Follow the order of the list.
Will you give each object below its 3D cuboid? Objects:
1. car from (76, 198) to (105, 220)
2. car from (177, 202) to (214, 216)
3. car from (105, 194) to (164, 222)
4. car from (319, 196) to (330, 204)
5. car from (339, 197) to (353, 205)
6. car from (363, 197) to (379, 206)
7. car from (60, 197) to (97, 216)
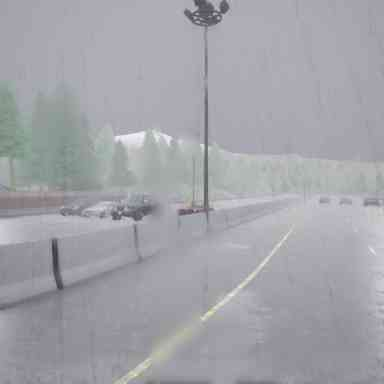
[{"bbox_3d":[-7.466,1.525,28.775,1.812,1.442,4.674,0,0,22],"label":"car"},{"bbox_3d":[0.360,1.600,29.420,1.895,1.301,4.718,0,0,22],"label":"car"},{"bbox_3d":[-4.318,1.223,27.225,2.150,2.045,5.566,0,0,22],"label":"car"},{"bbox_3d":[25.381,1.492,63.669,2.128,1.511,4.902,0,0,22],"label":"car"},{"bbox_3d":[27.228,1.526,58.862,1.812,1.442,4.674,0,0,22],"label":"car"},{"bbox_3d":[29.140,1.491,54.195,2.128,1.511,4.902,0,0,22],"label":"car"},{"bbox_3d":[-10.205,1.351,31.324,2.097,1.767,4.553,0,0,22],"label":"car"}]
